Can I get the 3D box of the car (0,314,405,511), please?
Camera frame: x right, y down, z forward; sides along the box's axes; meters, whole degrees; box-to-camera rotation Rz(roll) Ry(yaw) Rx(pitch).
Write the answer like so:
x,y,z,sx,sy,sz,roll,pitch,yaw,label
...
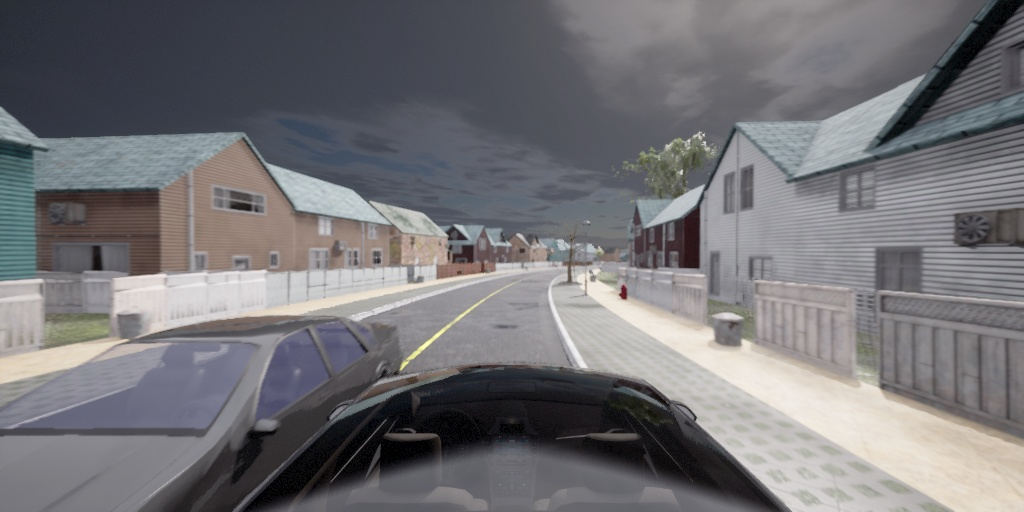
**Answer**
x,y,z,sx,sy,sz,roll,pitch,yaw,label
-2.507,1.313,3.256,2.033,1.411,5.357,0,-1,-1,car
